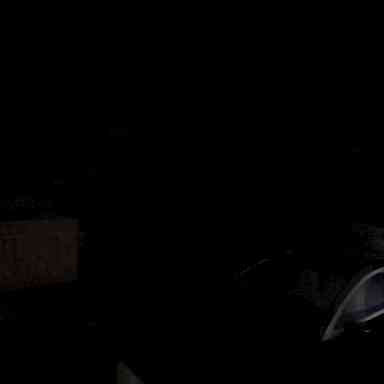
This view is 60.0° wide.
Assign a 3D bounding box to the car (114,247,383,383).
[{"bbox_3d":[1.525,1.496,3.988,4.902,1.511,2.128,0,0,-34],"label":"car"}]
